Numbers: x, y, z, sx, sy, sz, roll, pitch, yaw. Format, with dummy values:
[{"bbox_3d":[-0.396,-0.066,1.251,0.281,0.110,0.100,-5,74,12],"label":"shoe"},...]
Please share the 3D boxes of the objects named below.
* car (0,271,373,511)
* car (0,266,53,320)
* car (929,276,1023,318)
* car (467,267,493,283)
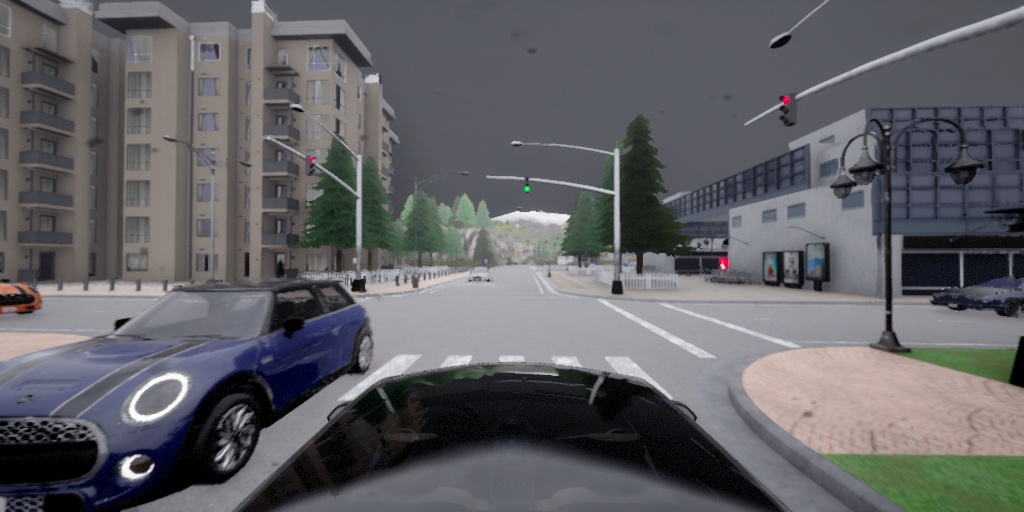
[{"bbox_3d":[-3.550,1.113,4.640,2.097,1.767,4.553,0,-1,-1],"label":"car"},{"bbox_3d":[-19.286,1.237,12.349,4.553,1.767,2.097,0,-1,4],"label":"car"},{"bbox_3d":[19.282,1.475,13.348,5.357,1.411,2.033,0,-1,4],"label":"car"},{"bbox_3d":[-2.916,1.743,33.444,1.812,1.442,4.674,0,1,2],"label":"car"}]
